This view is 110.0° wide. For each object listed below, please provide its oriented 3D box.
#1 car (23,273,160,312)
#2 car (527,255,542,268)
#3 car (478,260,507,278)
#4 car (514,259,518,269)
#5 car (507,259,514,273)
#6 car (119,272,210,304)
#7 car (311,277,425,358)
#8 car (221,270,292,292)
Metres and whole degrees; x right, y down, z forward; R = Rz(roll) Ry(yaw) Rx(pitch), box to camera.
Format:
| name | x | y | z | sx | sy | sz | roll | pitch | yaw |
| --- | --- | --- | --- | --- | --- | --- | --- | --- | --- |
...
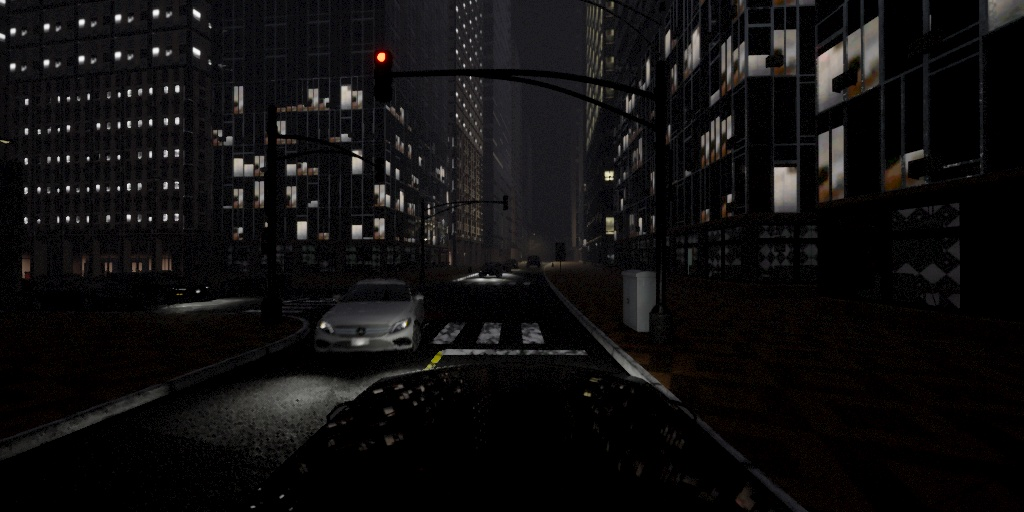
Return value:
| name | x | y | z | sx | sy | sz | roll | pitch | yaw |
| --- | --- | --- | --- | --- | --- | --- | --- | --- | --- |
| car | -18.130 | 1.567 | 15.327 | 4.403 | 1.370 | 2.007 | 0 | 0 | 9 |
| car | 3.749 | 0.911 | 60.638 | 2.150 | 2.045 | 5.566 | 0 | 0 | 7 |
| car | -1.946 | 1.281 | 34.256 | 2.033 | 1.411 | 5.357 | 0 | 0 | 4 |
| car | -0.135 | 1.182 | 54.663 | 1.882 | 1.535 | 5.008 | 0 | 0 | 7 |
| car | -1.162 | 1.322 | 44.264 | 1.895 | 1.301 | 4.718 | 0 | 0 | 5 |
| car | -17.739 | 1.534 | 17.891 | 4.892 | 1.490 | 1.837 | -1 | 0 | 9 |
| car | -3.133 | 1.273 | 8.721 | 1.812 | 1.442 | 4.674 | 1 | 0 | -10 |
| car | -16.819 | 1.610 | 23.605 | 4.403 | 1.370 | 2.007 | 0 | 0 | 9 |
